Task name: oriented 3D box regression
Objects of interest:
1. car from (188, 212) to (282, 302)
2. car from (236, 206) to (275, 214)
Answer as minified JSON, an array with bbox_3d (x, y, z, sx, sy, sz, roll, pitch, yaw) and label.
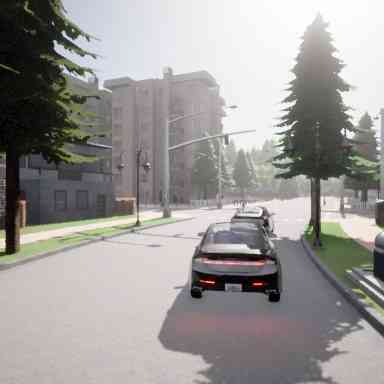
[{"bbox_3d":[1.106,1.492,8.335,2.128,1.511,4.902,0,0,9],"label":"car"},{"bbox_3d":[3.233,1.492,17.443,2.128,1.511,4.902,0,0,18],"label":"car"}]
